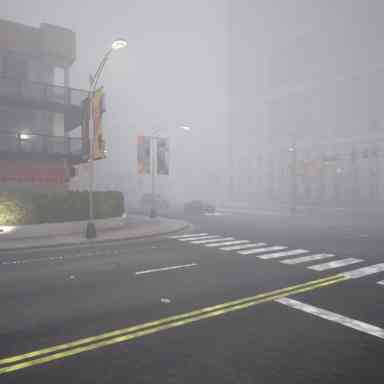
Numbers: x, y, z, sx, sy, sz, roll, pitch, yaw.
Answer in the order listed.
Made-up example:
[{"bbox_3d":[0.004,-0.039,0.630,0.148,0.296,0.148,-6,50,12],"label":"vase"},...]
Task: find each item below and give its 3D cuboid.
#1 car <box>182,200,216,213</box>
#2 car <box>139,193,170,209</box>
[{"bbox_3d":[0.733,1.564,36.698,1.994,1.385,4.181,0,0,-35],"label":"car"},{"bbox_3d":[-5.203,1.221,45.335,2.150,2.045,5.566,0,0,-35],"label":"car"}]
